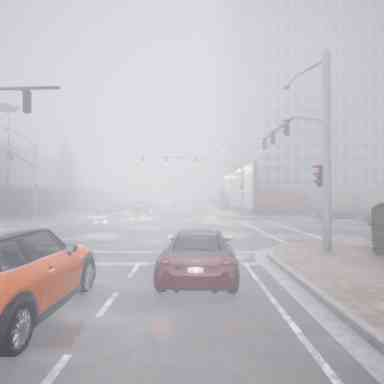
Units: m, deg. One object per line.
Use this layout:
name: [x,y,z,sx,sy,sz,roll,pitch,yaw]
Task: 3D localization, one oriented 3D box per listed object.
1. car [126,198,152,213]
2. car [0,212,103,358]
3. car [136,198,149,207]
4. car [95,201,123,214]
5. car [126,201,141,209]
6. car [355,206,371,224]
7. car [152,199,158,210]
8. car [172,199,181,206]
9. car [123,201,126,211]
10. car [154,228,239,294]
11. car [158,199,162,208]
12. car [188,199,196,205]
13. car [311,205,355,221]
car: [-7.072,1.876,45.104,2.097,1.767,4.553,0,-1,0]
car: [-3.419,1.426,6.301,2.097,1.767,4.553,0,-1,0]
car: [-10.478,2.171,70.278,2.097,1.767,4.553,0,-1,0]
car: [-10.590,1.974,41.500,2.128,1.511,4.902,0,-1,1]
car: [-10.538,2.297,59.946,1.895,1.301,4.718,0,-1,0]
car: [15.921,1.836,25.947,5.008,1.535,1.882,0,-1,0]
car: [-7.065,2.133,54.044,1.837,1.490,4.892,0,-1,0]
car: [-3.476,2.345,74.639,1.882,1.535,5.008,0,-1,0]
car: [-10.574,2.066,50.648,1.882,1.535,5.008,0,-1,0]
car: [0.212,1.670,9.120,1.994,1.385,4.181,0,-1,4]
car: [-7.005,2.097,64.123,2.097,1.767,4.553,0,-1,1]
car: [0.026,2.512,82.590,1.994,1.385,4.181,0,-1,0]
car: [13.102,1.890,29.443,4.902,1.511,2.128,0,-1,0]
